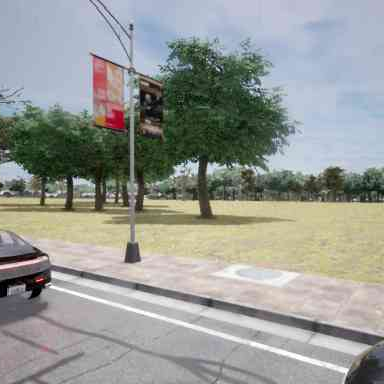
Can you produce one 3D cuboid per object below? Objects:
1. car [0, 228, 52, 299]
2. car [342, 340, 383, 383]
[{"bbox_3d":[-5.040,1.515,7.253,4.902,1.511,2.128,0,0,36],"label":"car"},{"bbox_3d":[3.234,1.493,1.368,4.902,1.511,2.128,0,0,36],"label":"car"}]
